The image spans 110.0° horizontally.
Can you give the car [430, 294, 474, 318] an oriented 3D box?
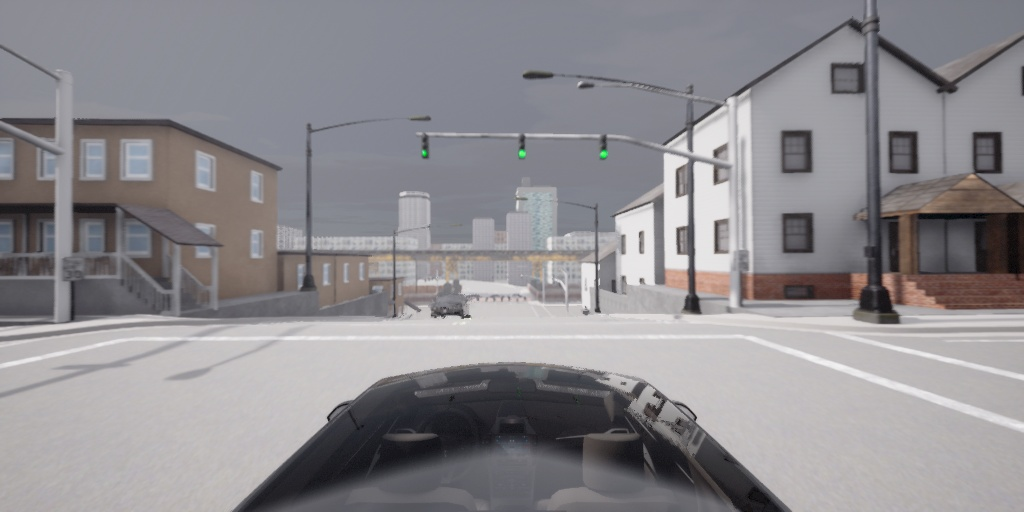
[{"bbox_3d":[-3.625,3.001,21.614,1.837,1.490,4.892,-1,-7,0],"label":"car"}]
